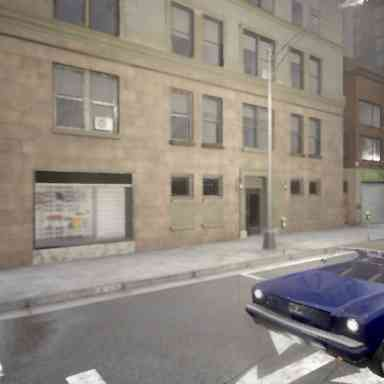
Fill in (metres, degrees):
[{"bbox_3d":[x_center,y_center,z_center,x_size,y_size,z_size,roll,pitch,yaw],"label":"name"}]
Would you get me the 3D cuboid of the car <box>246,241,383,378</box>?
[{"bbox_3d":[3.149,1.601,5.613,4.718,1.301,1.895,0,0,-35],"label":"car"}]
